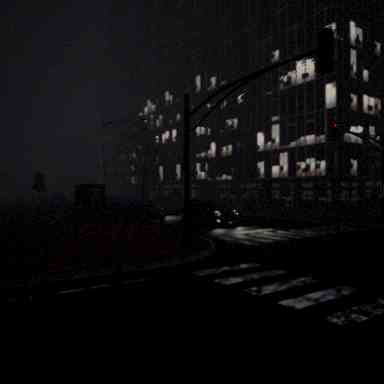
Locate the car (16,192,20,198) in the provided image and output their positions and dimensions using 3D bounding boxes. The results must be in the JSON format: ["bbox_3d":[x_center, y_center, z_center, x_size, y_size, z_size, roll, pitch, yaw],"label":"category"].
[{"bbox_3d":[-38.565,0.788,76.697,1.967,1.590,4.097,0,1,-34],"label":"car"}]

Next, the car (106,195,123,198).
[{"bbox_3d":[-10.405,1.325,39.769,2.033,1.411,5.357,-1,1,-34],"label":"car"}]

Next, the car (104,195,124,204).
[{"bbox_3d":[-12.495,1.197,53.172,1.802,1.307,4.206,0,1,-34],"label":"car"}]

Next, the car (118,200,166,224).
[{"bbox_3d":[-3.595,1.516,24.875,1.947,1.339,4.313,0,0,-34],"label":"car"}]

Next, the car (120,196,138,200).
[{"bbox_3d":[-4.622,1.422,31.231,2.033,1.411,5.357,-1,1,-34],"label":"car"}]

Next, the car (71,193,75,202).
[{"bbox_3d":[-21.541,1.042,61.892,1.812,1.442,4.674,-1,1,-34],"label":"car"}]

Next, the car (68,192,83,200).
[{"bbox_3d":[-25.251,0.834,71.989,1.967,1.590,4.097,0,1,-34],"label":"car"}]

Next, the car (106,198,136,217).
[{"bbox_3d":[-6.770,1.479,29.592,1.802,1.307,4.206,0,0,-34],"label":"car"}]

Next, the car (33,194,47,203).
[{"bbox_3d":[-25.811,1.122,57.880,2.008,1.369,4.403,0,1,-34],"label":"car"}]

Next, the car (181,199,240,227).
[{"bbox_3d":[1.153,1.322,22.738,2.097,1.767,4.553,-1,1,-35],"label":"car"}]

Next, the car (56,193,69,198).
[{"bbox_3d":[-31.629,0.833,81.399,2.008,1.369,4.403,0,1,-34],"label":"car"}]

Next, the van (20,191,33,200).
[{"bbox_3d":[-35.376,0.745,71.992,1.690,1.788,3.998,0,1,-34],"label":"van"}]

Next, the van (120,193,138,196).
[{"bbox_3d":[-9.305,1.011,48.466,1.690,1.788,3.998,0,1,-34],"label":"van"}]

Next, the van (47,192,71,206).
[{"bbox_3d":[-19.431,1.023,48.469,1.690,1.788,3.998,0,0,-34],"label":"van"}]
